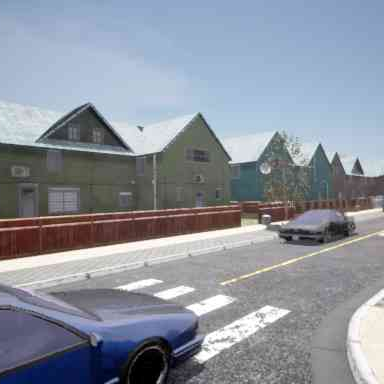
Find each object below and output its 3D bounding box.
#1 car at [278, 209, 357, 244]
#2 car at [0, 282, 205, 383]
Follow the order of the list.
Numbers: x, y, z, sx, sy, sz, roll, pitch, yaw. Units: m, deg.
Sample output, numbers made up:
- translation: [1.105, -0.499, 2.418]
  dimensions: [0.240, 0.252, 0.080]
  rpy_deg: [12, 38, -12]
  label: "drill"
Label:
- translation: [6.221, 1.548, 16.038]
  dimensions: [2.033, 1.411, 5.357]
  rpy_deg: [-2, -1, 44]
  label: "car"
- translation: [-2.260, 1.596, 2.977]
  dimensions: [2.033, 1.411, 5.357]
  rpy_deg: [-1, 0, 44]
  label: "car"
